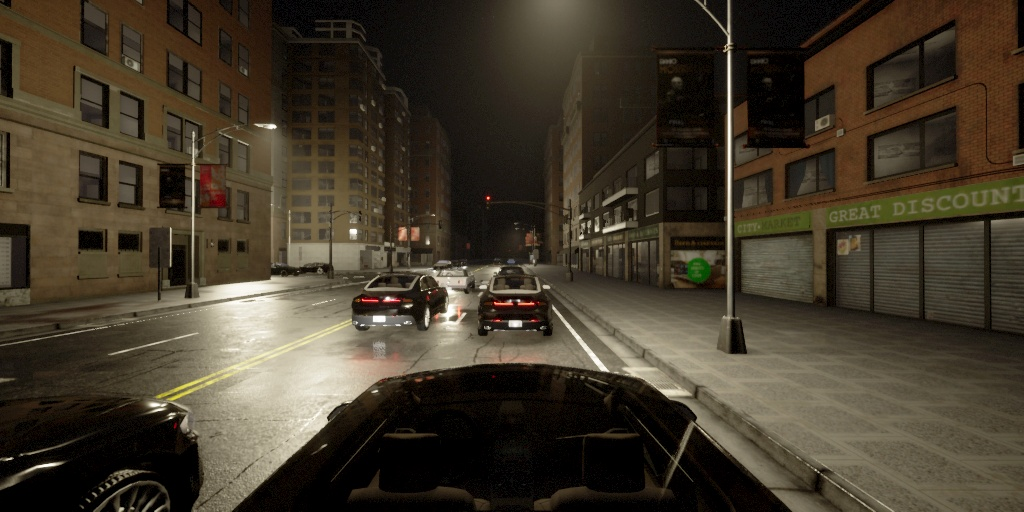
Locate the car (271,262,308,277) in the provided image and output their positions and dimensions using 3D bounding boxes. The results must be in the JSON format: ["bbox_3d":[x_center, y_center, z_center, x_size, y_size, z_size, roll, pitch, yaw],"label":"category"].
[{"bbox_3d":[-22.610,1.316,34.572,4.181,1.385,1.994,0,0,0],"label":"car"}]

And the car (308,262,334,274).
[{"bbox_3d":[-22.227,1.348,40.053,4.313,1.339,1.948,0,0,0],"label":"car"}]

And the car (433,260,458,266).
[{"bbox_3d":[-9.918,1.319,52.220,2.033,1.411,5.357,0,0,4],"label":"car"}]

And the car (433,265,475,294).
[{"bbox_3d":[-3.189,1.354,20.290,1.895,1.301,4.718,0,0,0],"label":"car"}]

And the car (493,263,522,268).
[{"bbox_3d":[-0.035,1.279,19.644,1.812,1.442,4.674,0,0,0],"label":"car"}]

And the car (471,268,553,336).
[{"bbox_3d":[0.081,1.256,10.387,1.837,1.490,4.892,0,0,0],"label":"car"}]

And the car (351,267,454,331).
[{"bbox_3d":[-3.170,1.256,10.978,1.837,1.490,4.892,0,0,0],"label":"car"}]

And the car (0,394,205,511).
[{"bbox_3d":[-3.153,1.242,0.585,2.128,1.511,4.902,0,0,0],"label":"car"}]

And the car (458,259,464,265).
[{"bbox_3d":[-9.942,1.343,61.908,1.994,1.385,4.181,0,0,0],"label":"car"}]
